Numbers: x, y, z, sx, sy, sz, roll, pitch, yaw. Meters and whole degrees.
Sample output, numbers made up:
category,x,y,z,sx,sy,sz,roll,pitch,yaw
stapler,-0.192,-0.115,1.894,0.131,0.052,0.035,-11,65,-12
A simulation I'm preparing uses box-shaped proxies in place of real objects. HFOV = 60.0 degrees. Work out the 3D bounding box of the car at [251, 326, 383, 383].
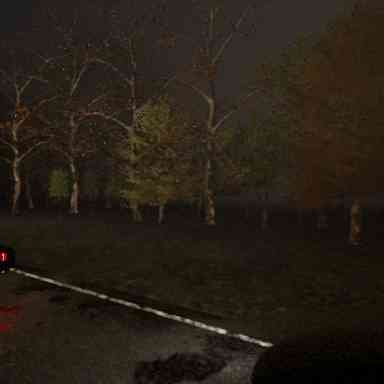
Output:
category,x,y,z,sx,sy,sz,roll,pitch,yaw
car,2.553,1.497,1.737,4.674,1.442,1.812,0,0,36

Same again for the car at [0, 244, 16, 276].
category,x,y,z,sx,sy,sz,roll,pitch,yaw
car,-6.377,1.471,8.157,4.718,1.301,1.895,0,1,36
